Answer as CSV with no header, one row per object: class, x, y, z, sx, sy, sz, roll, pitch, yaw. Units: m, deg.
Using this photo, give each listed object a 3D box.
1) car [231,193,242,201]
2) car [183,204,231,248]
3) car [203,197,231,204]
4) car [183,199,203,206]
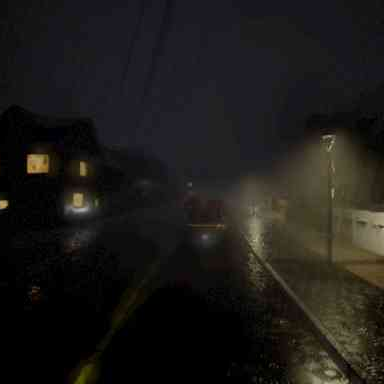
car,10.263,1.070,77.122,2.097,1.767,4.553,-1,0,18
car,0.687,1.512,14.826,2.128,1.511,4.902,0,0,4
car,2.430,1.489,31.682,1.882,1.535,5.008,0,0,8
car,0.237,1.522,36.931,1.837,1.490,4.892,0,0,9
